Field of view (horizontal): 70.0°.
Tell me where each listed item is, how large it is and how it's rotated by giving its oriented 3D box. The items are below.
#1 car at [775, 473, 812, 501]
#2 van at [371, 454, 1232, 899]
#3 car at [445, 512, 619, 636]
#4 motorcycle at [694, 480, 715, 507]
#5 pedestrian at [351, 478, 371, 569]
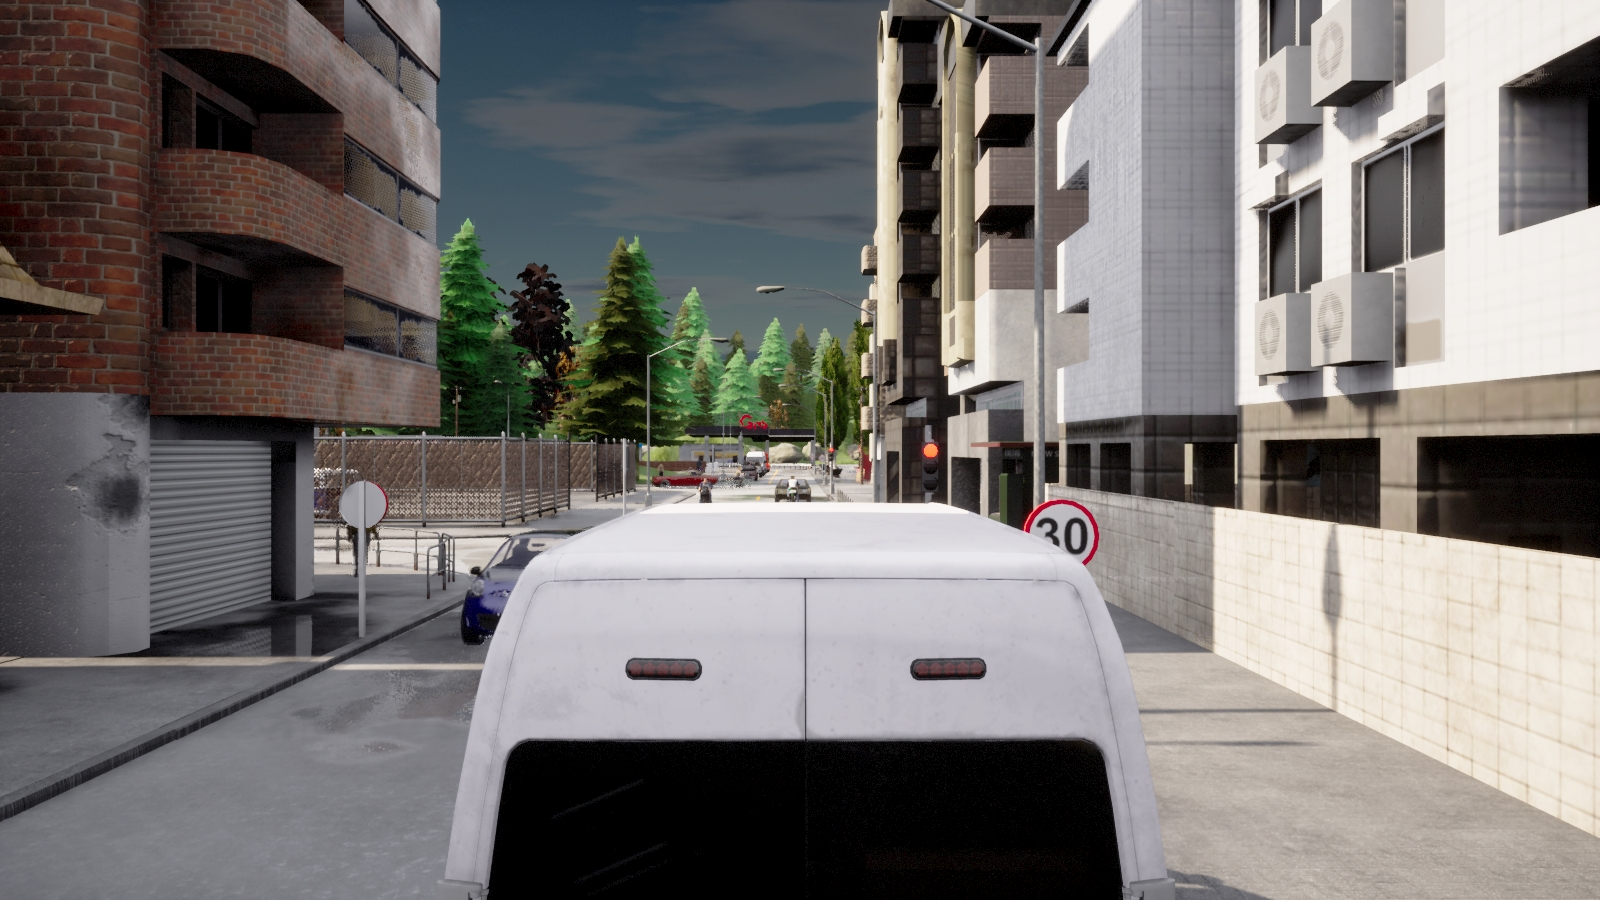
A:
[{"bbox_3d":[-0.339,1.912,60.159,1.895,1.301,4.718,0,0,0],"label":"car"},{"bbox_3d":[-0.009,1.312,5.597,1.988,2.561,5.915,0,0,0],"label":"van"},{"bbox_3d":[-3.977,1.811,17.568,1.845,1.501,3.633,0,0,0],"label":"car"},{"bbox_3d":[-4.334,1.973,52.180,0.803,1.145,2.033,0,0,0],"label":"motorcycle"},{"bbox_3d":[-9.084,1.506,23.639,0.375,1.860,0.375,0,0,-25],"label":"pedestrian"}]
